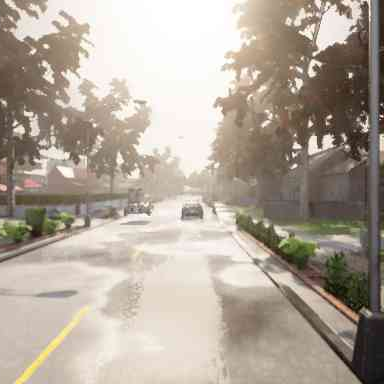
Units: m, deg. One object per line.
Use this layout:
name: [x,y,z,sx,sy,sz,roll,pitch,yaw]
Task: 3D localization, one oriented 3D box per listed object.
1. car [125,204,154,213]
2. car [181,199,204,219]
car: [-3.998,1.162,25.650,1.994,1.385,4.181,0,0,0]
car: [0.035,1.558,29.473,1.994,1.385,4.181,0,0,1]
